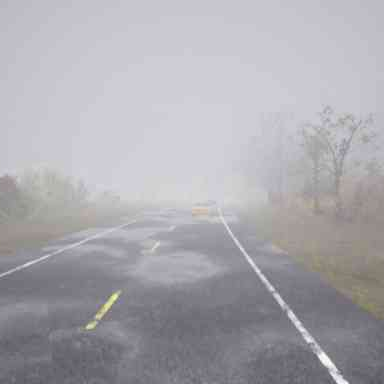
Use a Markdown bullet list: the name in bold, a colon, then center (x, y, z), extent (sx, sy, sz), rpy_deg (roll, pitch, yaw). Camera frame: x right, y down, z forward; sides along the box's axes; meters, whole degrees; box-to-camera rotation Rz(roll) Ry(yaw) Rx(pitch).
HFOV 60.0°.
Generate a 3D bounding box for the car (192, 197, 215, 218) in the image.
- **car**: center (0.988, 1.524, 30.860), extent (1.801, 1.575, 5.366), rpy_deg (0, 0, 4)
